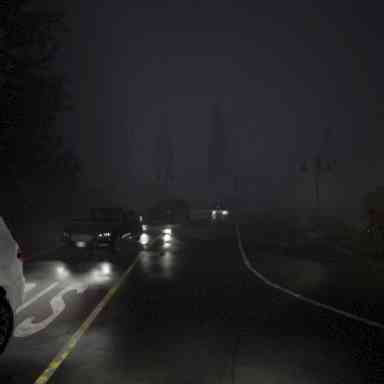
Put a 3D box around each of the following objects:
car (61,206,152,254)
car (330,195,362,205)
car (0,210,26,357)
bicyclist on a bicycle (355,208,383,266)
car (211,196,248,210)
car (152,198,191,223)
[{"bbox_3d":[-3.230,1.329,12.763,2.128,1.511,4.902,0,1,5],"label":"car"},{"bbox_3d":[20.892,1.031,44.868,4.718,1.301,1.895,0,0,-28],"label":"car"},{"bbox_3d":[-3.570,1.185,2.694,2.150,2.045,5.566,0,1,1],"label":"car"},{"bbox_3d":[5.402,1.248,9.505,1.656,1.620,0.582,-9,1,0],"label":"bicyclist on a bicycle"},{"bbox_3d":[4.071,1.103,35.125,2.033,1.411,5.357,0,1,35],"label":"car"},{"bbox_3d":[-1.518,1.188,23.060,1.882,1.535,5.008,0,1,17],"label":"car"}]
